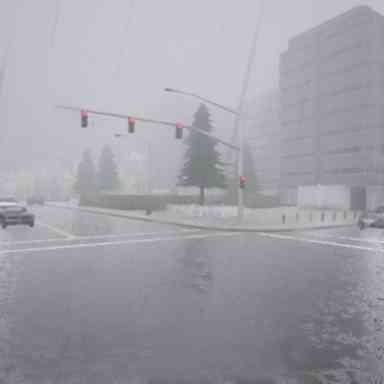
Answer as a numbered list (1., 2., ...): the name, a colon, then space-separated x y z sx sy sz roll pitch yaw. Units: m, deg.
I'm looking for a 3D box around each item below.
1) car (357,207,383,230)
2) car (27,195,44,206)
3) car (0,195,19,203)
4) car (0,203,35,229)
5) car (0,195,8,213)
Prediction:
1. car: 12.775 1.715 21.737 4.902 1.511 2.128 1 0 -34
2. car: -27.923 1.491 59.464 2.150 2.045 5.566 1 0 -34
3. car: -17.915 1.348 31.576 2.150 2.045 5.566 1 0 -34
4. car: -12.124 1.698 22.917 1.895 1.301 4.718 1 0 -34
5. car: -23.893 1.380 40.535 2.150 2.045 5.566 1 -1 -34
